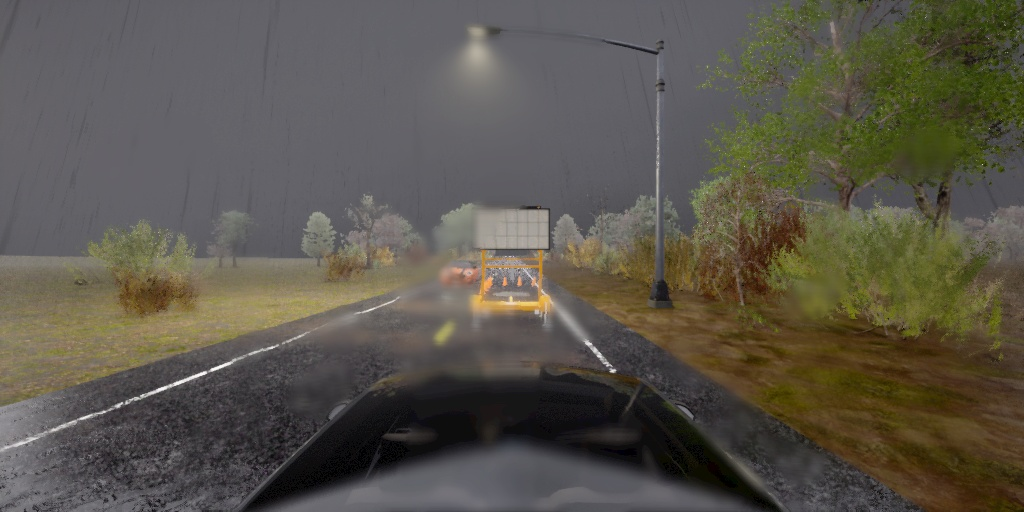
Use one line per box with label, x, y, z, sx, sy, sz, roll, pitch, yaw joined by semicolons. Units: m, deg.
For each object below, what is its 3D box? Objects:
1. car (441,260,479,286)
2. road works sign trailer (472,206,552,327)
car;-3.487;1.095;24.799;2.097;1.767;4.553;0;0;0
road works sign trailer;0.006;0.214;11.511;2.380;3.560;2.880;0;0;0
